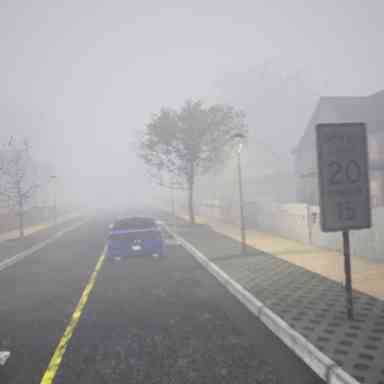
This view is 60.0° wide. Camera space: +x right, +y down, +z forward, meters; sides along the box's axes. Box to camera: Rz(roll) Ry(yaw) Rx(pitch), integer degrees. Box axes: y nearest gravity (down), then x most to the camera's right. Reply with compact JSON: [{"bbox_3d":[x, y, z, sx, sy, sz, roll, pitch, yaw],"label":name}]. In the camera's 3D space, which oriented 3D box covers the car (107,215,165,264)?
[{"bbox_3d":[-2.127,1.602,12.718,1.882,1.535,5.008,-3,0,-9],"label":"car"}]
